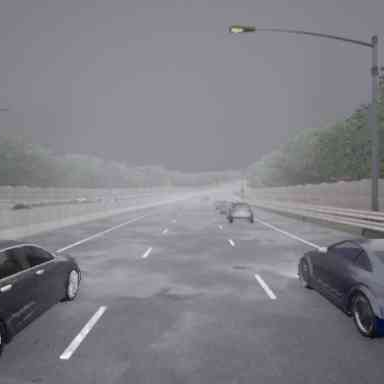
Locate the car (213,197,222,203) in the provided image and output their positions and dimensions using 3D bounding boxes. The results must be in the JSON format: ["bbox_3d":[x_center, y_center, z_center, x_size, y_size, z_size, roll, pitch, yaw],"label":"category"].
[{"bbox_3d":[6.276,1.961,81.400,2.128,1.511,4.902,0,0,4],"label":"car"}]

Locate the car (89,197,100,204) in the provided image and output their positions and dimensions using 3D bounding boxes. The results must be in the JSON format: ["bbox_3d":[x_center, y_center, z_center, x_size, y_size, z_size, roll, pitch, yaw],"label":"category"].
[{"bbox_3d":[-19.170,1.800,66.886,1.837,1.490,4.892,0,0,3],"label":"car"}]

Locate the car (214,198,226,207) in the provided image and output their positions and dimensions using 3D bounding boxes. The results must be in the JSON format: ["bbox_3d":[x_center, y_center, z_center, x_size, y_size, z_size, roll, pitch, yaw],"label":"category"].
[{"bbox_3d":[4.980,1.842,59.656,1.882,1.535,5.008,0,0,3],"label":"car"}]

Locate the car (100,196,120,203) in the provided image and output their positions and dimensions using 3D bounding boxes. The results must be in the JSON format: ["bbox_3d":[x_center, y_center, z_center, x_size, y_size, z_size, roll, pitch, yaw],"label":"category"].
[{"bbox_3d":[-15.752,1.668,65.398,2.097,1.767,4.553,0,0,3],"label":"car"}]

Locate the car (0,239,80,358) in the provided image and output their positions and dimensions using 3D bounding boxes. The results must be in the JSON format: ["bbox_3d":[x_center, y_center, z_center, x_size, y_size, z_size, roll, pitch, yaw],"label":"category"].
[{"bbox_3d":[-3.382,1.528,5.463,1.837,1.490,4.892,0,0,0],"label":"car"}]

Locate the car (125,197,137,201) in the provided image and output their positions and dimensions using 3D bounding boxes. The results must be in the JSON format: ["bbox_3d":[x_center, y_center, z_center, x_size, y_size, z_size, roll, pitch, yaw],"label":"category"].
[{"bbox_3d":[-12.181,1.846,66.517,2.128,1.511,4.902,0,0,3],"label":"car"}]

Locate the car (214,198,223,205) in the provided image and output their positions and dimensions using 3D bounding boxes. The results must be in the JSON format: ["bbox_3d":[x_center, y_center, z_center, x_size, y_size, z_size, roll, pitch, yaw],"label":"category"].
[{"bbox_3d":[5.578,1.995,70.533,1.994,1.385,4.181,0,0,3],"label":"car"}]

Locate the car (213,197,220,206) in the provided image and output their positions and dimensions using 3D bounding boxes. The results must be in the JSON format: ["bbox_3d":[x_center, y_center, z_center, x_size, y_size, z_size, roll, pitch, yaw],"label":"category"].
[{"bbox_3d":[4.482,1.859,48.774,1.994,1.385,4.181,0,0,2],"label":"car"}]

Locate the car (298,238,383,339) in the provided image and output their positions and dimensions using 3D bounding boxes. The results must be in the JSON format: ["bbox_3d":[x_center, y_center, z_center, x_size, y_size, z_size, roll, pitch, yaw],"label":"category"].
[{"bbox_3d":[3.625,1.605,6.637,1.994,1.385,4.181,0,0,0],"label":"car"}]

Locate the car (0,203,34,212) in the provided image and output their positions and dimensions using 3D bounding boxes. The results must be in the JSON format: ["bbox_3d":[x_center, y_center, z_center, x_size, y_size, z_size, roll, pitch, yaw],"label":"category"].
[{"bbox_3d":[-13.831,1.586,25.048,1.882,1.535,5.008,0,0,1],"label":"car"}]

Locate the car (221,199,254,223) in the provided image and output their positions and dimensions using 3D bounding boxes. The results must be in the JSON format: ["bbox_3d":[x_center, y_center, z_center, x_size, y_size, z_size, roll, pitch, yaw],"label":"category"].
[{"bbox_3d":[3.791,1.591,26.997,2.033,1.649,4.856,0,0,1],"label":"car"}]

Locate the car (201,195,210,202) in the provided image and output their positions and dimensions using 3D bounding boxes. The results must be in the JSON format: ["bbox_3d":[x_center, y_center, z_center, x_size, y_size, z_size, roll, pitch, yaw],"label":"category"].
[{"bbox_3d":[3.513,1.830,92.079,2.128,1.511,4.902,0,0,5],"label":"car"}]

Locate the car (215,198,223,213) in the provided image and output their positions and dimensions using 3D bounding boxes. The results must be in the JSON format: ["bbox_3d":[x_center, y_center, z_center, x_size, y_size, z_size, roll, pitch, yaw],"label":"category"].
[{"bbox_3d":[4.086,1.774,37.886,2.033,1.411,5.357,0,0,2],"label":"car"}]
